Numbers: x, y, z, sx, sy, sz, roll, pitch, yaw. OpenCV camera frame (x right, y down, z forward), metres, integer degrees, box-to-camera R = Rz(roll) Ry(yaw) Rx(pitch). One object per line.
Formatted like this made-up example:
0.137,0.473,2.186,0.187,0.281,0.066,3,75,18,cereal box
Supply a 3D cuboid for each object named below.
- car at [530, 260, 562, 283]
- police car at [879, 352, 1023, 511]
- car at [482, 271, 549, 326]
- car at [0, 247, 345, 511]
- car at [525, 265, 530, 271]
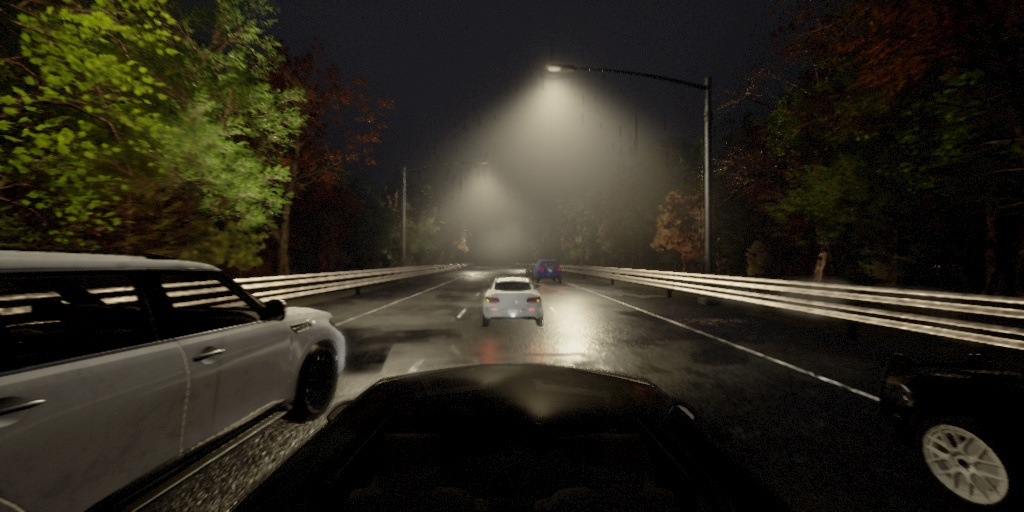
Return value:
3.127,1.335,32.336,2.150,2.045,5.566,0,0,-1,car
4.548,1.181,1.403,1.930,1.638,5.238,0,-1,0,police car
0.012,1.394,12.148,1.812,1.442,4.674,0,-1,0,car
-3.420,0.976,2.708,2.150,2.045,5.566,0,-1,0,car
2.727,1.818,44.520,2.033,1.411,5.357,0,-1,-2,car
